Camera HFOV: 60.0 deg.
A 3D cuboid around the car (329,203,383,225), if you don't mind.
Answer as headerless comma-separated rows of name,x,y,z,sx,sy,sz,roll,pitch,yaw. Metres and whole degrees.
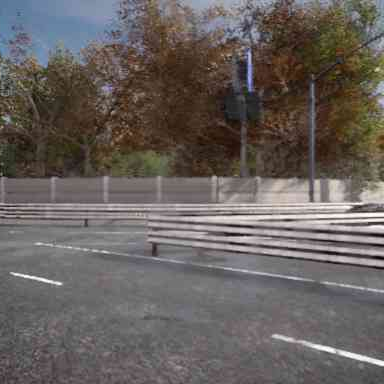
car,9.870,1.385,18.433,4.892,1.490,1.837,0,0,-20
